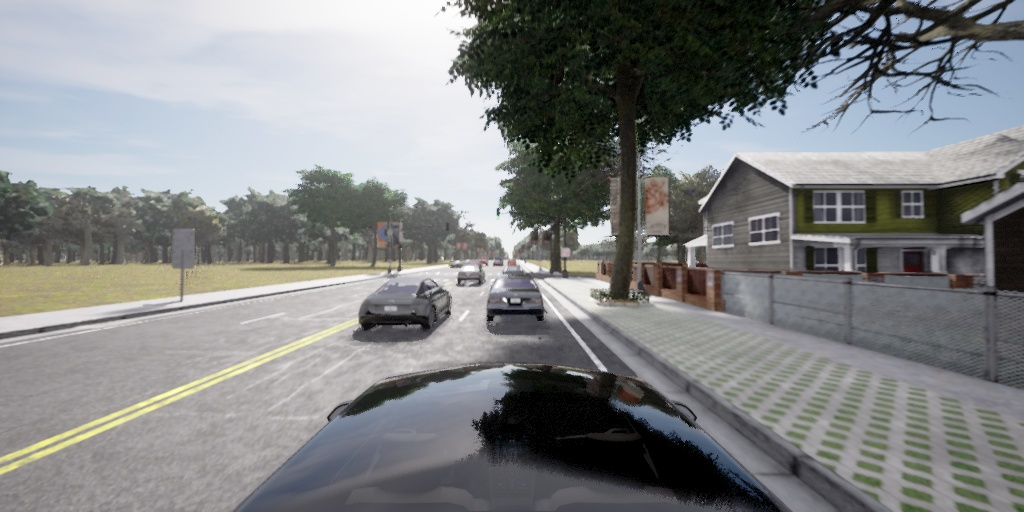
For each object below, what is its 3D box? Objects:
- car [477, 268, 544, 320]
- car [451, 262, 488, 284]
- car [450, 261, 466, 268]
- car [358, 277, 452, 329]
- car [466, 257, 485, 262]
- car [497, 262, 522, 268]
[{"bbox_3d":[0.095,1.336,12.787,2.033,1.411,5.357,0,0,0],"label":"car"},{"bbox_3d":[-3.162,1.394,28.318,2.033,1.411,5.357,0,0,0],"label":"car"},{"bbox_3d":[-9.799,1.549,64.435,1.994,1.385,4.181,0,0,0],"label":"car"},{"bbox_3d":[-3.156,1.347,11.349,1.994,1.385,4.181,0,0,0],"label":"car"},{"bbox_3d":[-6.548,1.464,64.428,1.882,1.535,5.008,0,0,0],"label":"car"},{"bbox_3d":[0.088,1.395,28.323,2.033,1.411,5.357,0,0,0],"label":"car"}]
